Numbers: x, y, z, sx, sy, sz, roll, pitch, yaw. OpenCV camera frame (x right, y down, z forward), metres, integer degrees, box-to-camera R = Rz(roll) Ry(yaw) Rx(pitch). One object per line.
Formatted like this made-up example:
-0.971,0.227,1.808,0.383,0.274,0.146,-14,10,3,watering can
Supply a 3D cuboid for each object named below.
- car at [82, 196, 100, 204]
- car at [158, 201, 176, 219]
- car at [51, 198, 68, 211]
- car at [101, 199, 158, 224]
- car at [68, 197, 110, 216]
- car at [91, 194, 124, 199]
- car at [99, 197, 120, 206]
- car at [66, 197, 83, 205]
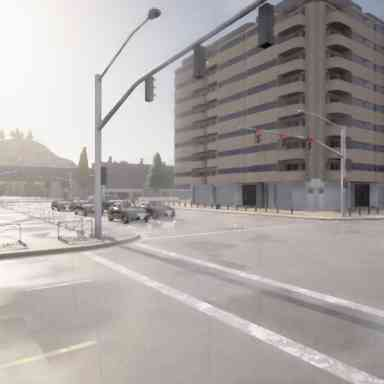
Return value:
-19.642,1.549,64.813,1.882,1.535,5.008,0,0,-35,car
-3.266,1.558,29.220,2.128,1.511,4.902,0,0,-35,car
-16.160,1.555,41.392,2.128,1.511,4.902,0,0,-35,car
-4.939,1.555,25.524,2.128,1.511,4.902,0,0,-35,car
-10.354,1.555,33.177,2.128,1.511,4.902,0,0,-35,car
-9.140,1.287,37.519,2.150,2.045,5.566,0,0,-35,car
-14.246,1.597,57.187,1.812,1.442,4.674,0,0,-35,car
-22.051,1.632,62.158,1.994,1.385,4.181,0,0,-35,car
